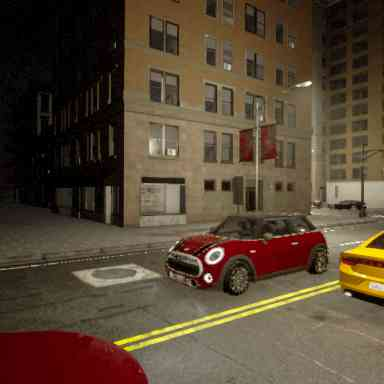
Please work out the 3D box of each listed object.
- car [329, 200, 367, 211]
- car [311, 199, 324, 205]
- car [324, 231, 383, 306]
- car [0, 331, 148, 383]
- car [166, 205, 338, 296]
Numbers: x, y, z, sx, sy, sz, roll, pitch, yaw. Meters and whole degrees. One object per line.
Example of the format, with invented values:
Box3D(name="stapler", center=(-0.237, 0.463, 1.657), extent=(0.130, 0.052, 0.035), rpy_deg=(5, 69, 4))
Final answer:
Box3D(name="car", center=(18.826, 1.597, 40.308), extent=(1.947, 1.339, 4.313), rpy_deg=(0, 0, -35))
Box3D(name="car", center=(15.549, 1.582, 44.926), extent=(2.008, 1.369, 4.403), rpy_deg=(0, 0, -35))
Box3D(name="car", center=(5.201, 1.478, 7.170), extent=(5.008, 1.535, 1.882), rpy_deg=(0, 0, -35))
Box3D(name="car", center=(-2.426, 1.526, 1.708), extent=(4.674, 1.442, 1.812), rpy_deg=(0, 0, -36))
Box3D(name="car", center=(1.547, 1.352, 8.797), extent=(4.553, 1.767, 2.097), rpy_deg=(0, 0, -36))
